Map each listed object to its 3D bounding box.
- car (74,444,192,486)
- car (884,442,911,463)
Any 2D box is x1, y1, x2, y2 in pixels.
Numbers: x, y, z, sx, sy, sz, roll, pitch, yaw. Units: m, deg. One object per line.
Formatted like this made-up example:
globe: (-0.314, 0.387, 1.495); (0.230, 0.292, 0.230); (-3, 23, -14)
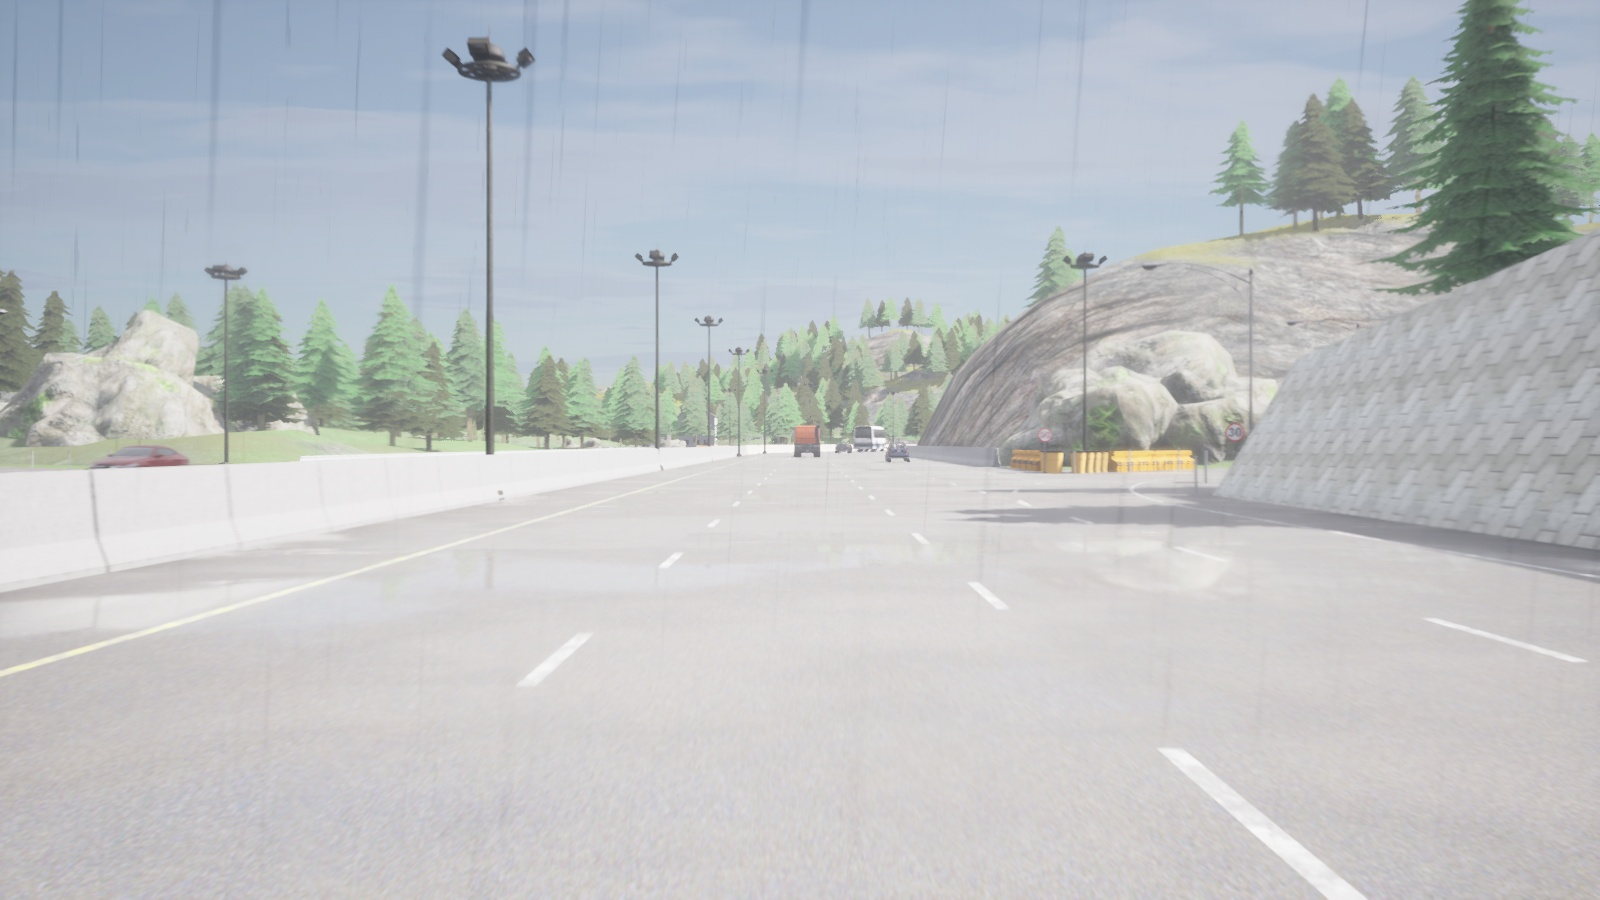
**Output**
car: (-24.225, 0.497, 45.809); (1.812, 1.442, 4.674); (0, 0, 0)
car: (7.572, 0.186, 97.839); (1.789, 1.549, 3.705); (0, 0, 0)
